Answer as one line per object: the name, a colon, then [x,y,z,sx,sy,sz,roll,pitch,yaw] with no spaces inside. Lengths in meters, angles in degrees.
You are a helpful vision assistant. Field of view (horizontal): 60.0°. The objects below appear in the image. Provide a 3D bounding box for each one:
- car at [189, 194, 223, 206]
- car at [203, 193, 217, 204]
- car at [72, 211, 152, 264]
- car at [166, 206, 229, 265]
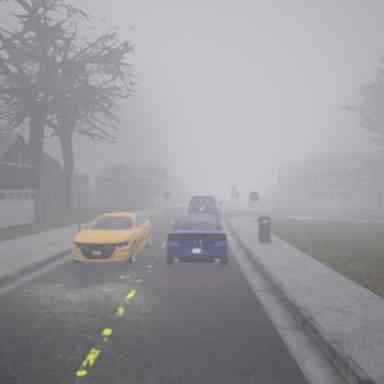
car: [1.045,1.252,24.976,2.150,2.045,5.566,0,0,9]
car: [3.802,1.333,68.614,2.150,2.045,5.566,0,0,11]
car: [-2.673,1.491,12.093,1.882,1.535,5.008,0,0,2]
car: [0.222,1.490,11.746,1.882,1.535,5.008,0,0,2]
